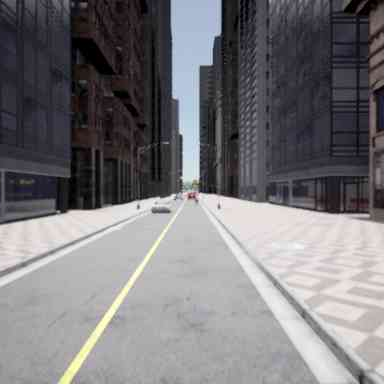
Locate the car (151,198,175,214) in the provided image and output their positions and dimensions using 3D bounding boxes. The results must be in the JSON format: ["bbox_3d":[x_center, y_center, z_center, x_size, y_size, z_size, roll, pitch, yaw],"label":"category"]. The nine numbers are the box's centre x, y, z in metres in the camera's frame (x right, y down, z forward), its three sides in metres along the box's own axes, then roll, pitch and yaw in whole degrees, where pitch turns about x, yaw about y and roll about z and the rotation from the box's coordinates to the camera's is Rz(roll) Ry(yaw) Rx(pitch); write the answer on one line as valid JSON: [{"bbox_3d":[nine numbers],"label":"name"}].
[{"bbox_3d":[-3.104,1.525,34.226,1.895,1.301,4.718,0,0,0],"label":"car"}]

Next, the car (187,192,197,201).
[{"bbox_3d":[-0.022,1.057,82.266,2.150,2.045,5.566,0,0,0],"label":"car"}]

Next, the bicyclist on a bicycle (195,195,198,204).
[{"bbox_3d":[0.810,1.324,62.163,0.582,1.620,1.656,0,0,0],"label":"bicyclist on a bicycle"}]

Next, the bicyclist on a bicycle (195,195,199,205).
[{"bbox_3d":[0.807,1.324,53.169,0.866,1.612,1.509,0,0,0],"label":"bicyclist on a bicycle"}]

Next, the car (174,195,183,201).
[{"bbox_3d":[-3.020,1.301,74.823,1.812,1.442,4.674,0,0,0],"label":"car"}]
